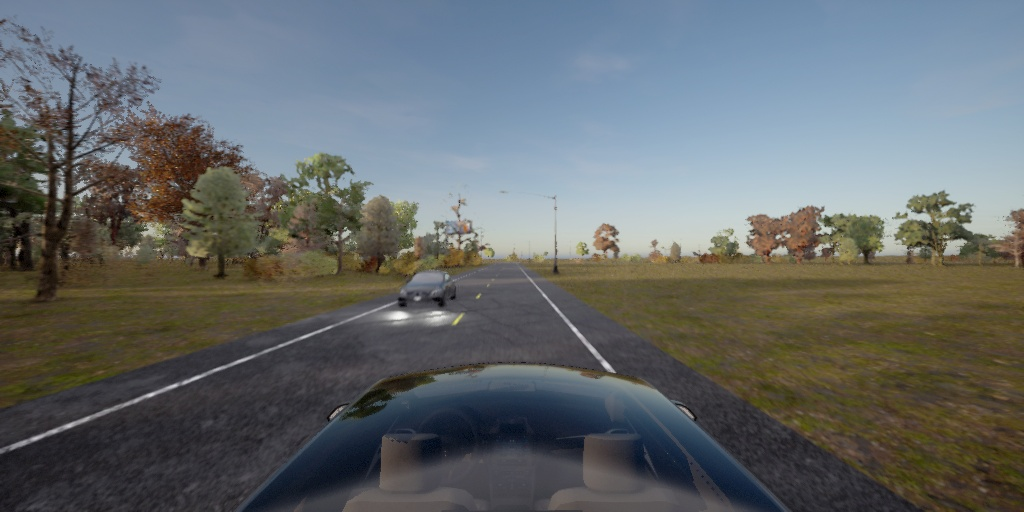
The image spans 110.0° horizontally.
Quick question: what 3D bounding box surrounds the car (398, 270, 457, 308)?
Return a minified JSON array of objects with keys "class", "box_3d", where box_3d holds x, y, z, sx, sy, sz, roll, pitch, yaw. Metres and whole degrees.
[{"class":"car","box_3d":[-3.599,1.373,15.988,1.812,1.442,4.674,0,0,0]}]
